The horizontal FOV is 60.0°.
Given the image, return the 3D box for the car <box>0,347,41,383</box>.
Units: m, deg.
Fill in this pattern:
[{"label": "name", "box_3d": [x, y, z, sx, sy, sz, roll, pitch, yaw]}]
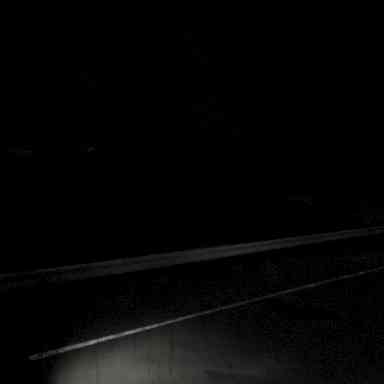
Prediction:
[{"label": "car", "box_3d": [-3.161, 1.526, 1.439, 4.674, 1.442, 1.812, 0, 0, -36]}]
